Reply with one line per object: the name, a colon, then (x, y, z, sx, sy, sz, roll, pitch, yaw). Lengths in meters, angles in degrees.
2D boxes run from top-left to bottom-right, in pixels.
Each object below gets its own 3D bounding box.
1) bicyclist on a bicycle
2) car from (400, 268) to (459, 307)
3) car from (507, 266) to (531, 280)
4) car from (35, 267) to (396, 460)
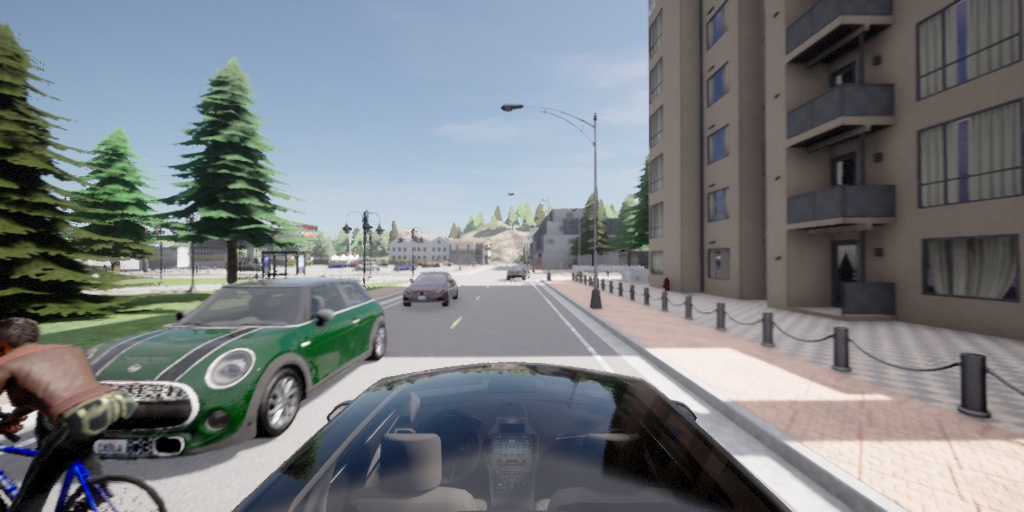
bicyclist on a bicycle: (-2.904, 1.208, 2.187, 1.656, 1.620, 0.582, 0, -1, 0)
car: (-3.605, 1.441, 16.640, 1.812, 1.442, 4.674, 0, -1, 0)
car: (0.739, 1.683, 36.360, 2.033, 1.411, 5.357, 0, -1, 10)
car: (-3.603, 1.145, 5.462, 2.097, 1.767, 4.553, 0, -1, 0)
